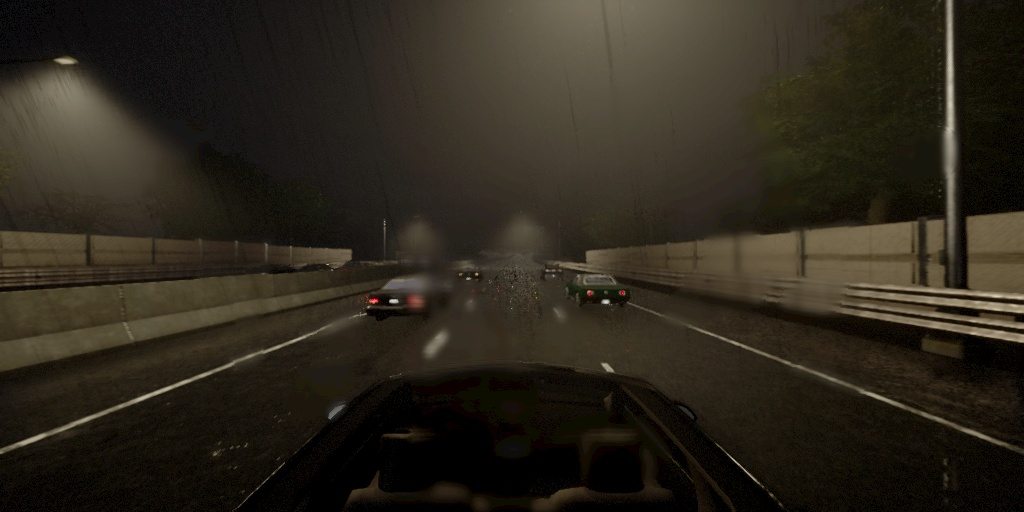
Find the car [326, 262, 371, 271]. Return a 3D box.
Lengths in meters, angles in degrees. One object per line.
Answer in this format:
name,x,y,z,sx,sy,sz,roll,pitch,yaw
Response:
car,-14.169,1.326,31.973,2.097,1.767,4.553,0,0,0

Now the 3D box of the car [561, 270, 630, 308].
car,3.565,1.460,15.859,1.895,1.301,4.718,0,0,0

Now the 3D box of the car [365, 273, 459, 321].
car,-3.430,1.385,12.923,2.033,1.411,5.357,0,0,0

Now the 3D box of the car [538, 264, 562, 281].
car,3.523,1.469,32.693,2.128,1.511,4.902,0,0,0

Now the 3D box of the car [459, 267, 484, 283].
car,-3.473,1.569,31.229,1.895,1.301,4.718,0,0,0

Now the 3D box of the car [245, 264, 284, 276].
car,-21.168,1.450,31.717,1.882,1.535,5.008,0,0,0

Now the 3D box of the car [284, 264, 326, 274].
car,-17.670,1.479,31.987,1.837,1.490,4.892,0,0,0
